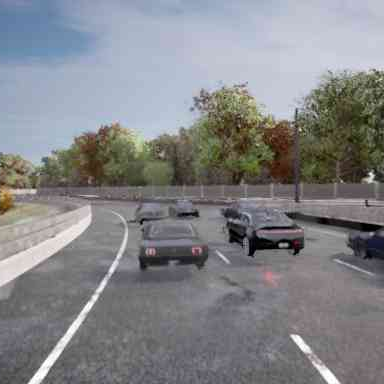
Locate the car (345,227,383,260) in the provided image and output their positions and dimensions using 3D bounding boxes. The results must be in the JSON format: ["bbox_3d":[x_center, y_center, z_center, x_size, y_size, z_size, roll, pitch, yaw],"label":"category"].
[{"bbox_3d":[6.501,1.492,9.236,2.033,1.411,5.357,0,0,-5],"label":"car"}]

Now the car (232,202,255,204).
[{"bbox_3d":[3.831,1.442,25.267,2.033,1.411,5.357,0,0,-14],"label":"car"}]

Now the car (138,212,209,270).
[{"bbox_3d":[-0.724,1.563,10.890,1.895,1.301,4.718,0,0,-7],"label":"car"}]

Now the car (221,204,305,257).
[{"bbox_3d":[2.566,1.436,12.751,2.128,1.511,4.902,0,0,-7],"label":"car"}]

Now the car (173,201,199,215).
[{"bbox_3d":[-0.797,1.460,28.844,1.994,1.385,4.181,0,0,-16],"label":"car"}]

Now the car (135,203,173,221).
[{"bbox_3d":[-3.039,1.469,23.896,2.033,1.411,5.357,0,0,-14],"label":"car"}]
